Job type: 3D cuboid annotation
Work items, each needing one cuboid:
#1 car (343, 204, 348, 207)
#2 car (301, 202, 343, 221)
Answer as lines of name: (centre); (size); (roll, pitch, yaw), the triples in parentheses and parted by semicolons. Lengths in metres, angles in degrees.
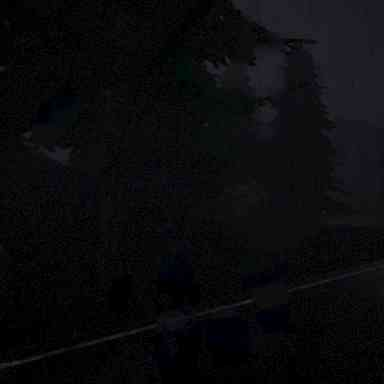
car: (11.838, 1.467, 30.543); (2.128, 1.511, 4.902); (0, 0, -35)
car: (9.536, 1.502, 27.359); (1.812, 1.442, 4.674); (0, 0, -35)
